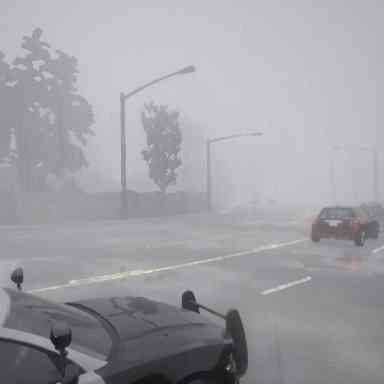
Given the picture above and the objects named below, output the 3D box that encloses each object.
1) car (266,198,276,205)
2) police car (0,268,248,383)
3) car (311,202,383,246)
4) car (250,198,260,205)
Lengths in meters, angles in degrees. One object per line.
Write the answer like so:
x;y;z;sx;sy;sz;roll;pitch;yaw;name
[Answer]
17.266;1.952;72.656;1.882;1.535;5.008;-1;-1;9;car
-1.760;1.425;2.485;5.238;1.638;1.930;0;0;-36;police car
7.360;1.399;15.783;2.097;1.767;4.553;0;0;39;car
13.808;2.072;73.186;1.994;1.385;4.181;-1;-1;9;car
